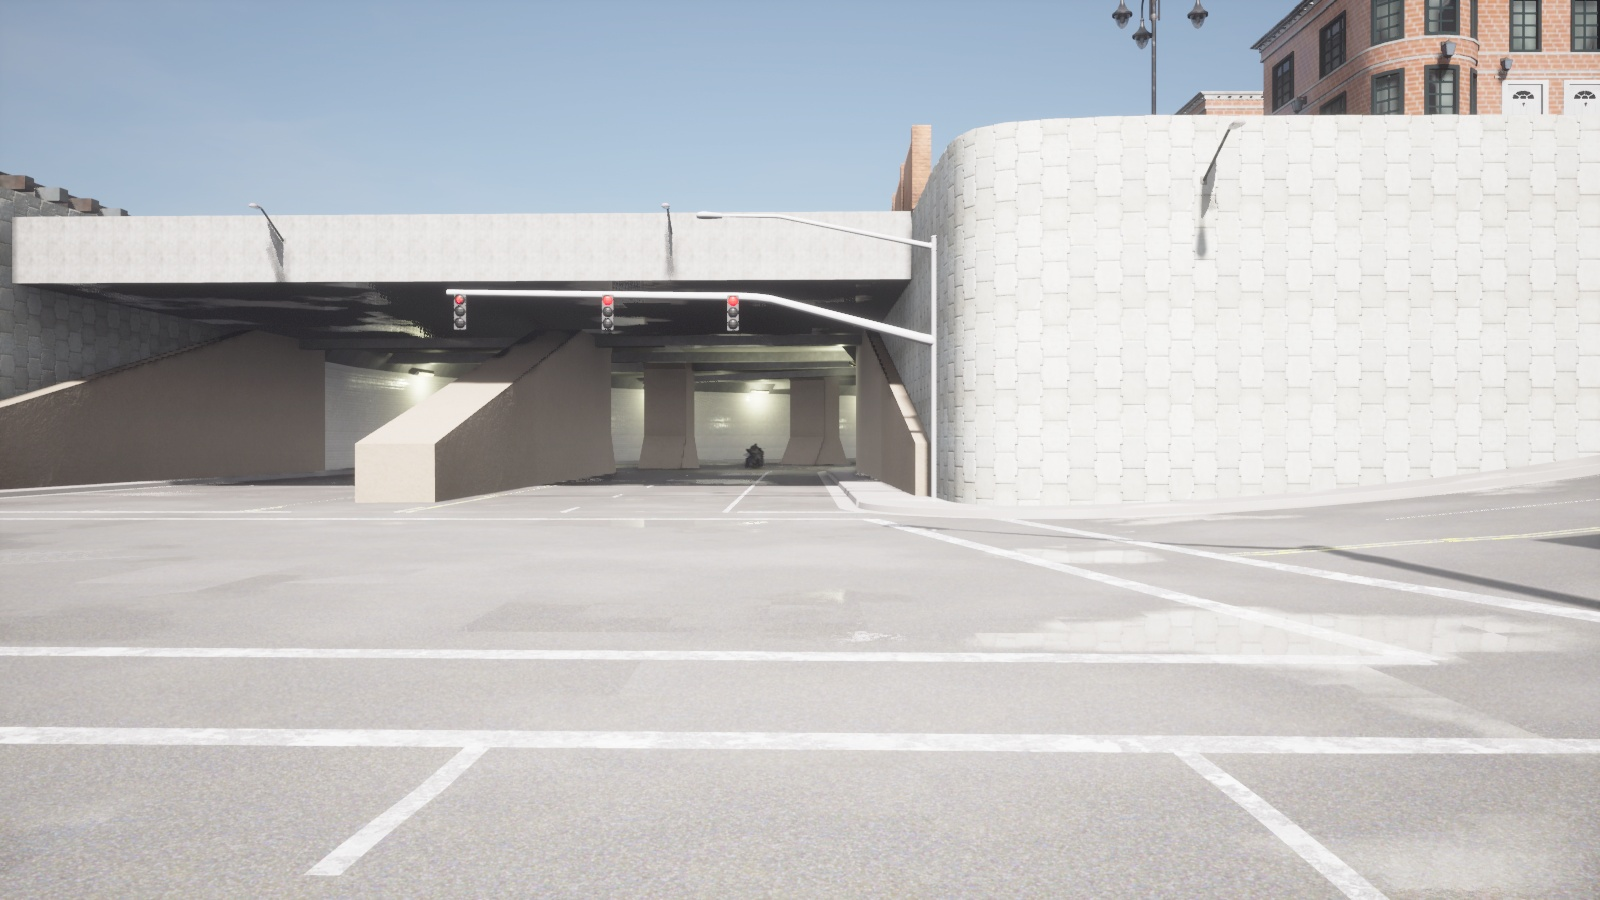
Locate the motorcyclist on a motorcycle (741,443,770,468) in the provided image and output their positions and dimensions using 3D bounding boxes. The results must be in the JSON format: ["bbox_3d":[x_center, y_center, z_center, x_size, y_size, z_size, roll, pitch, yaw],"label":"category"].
[{"bbox_3d":[-2.752,0.337,78.398,0.866,1.530,2.191,1,1,27],"label":"motorcyclist on a motorcycle"}]
